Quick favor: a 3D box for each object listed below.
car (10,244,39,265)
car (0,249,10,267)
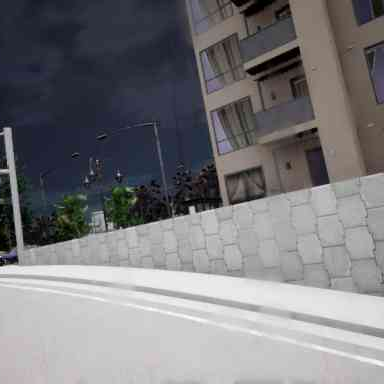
[{"bbox_3d":[-15.545,5.656,29.600,2.097,1.767,4.553,-15,-9,35],"label":"car"},{"bbox_3d":[-15.876,5.030,23.042,1.882,1.535,5.008,-15,-9,39],"label":"car"}]
